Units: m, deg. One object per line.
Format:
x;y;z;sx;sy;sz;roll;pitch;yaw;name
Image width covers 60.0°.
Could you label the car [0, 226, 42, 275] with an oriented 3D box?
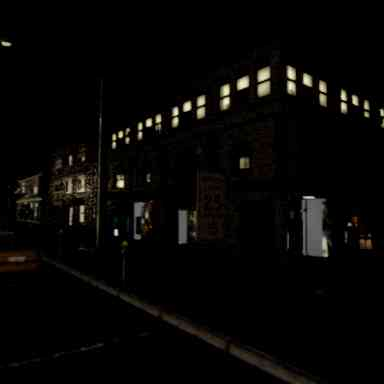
-6.674;2.074;11.848;1.752;1.417;4.829;4;-4;-37;car
